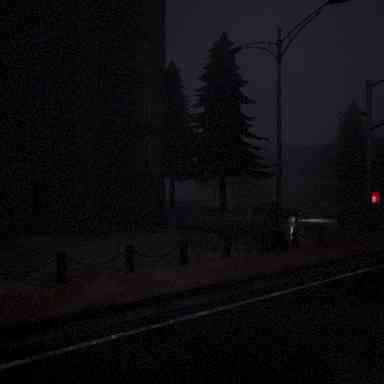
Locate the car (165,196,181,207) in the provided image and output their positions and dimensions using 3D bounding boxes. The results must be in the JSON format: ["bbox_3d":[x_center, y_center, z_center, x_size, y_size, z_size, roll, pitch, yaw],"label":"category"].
[{"bbox_3d":[-3.591,1.616,50.451,1.895,1.301,4.718,0,0,-34],"label":"car"}]

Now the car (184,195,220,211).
[{"bbox_3d":[1.330,1.493,37.662,1.882,1.535,5.008,0,0,-37],"label":"car"}]

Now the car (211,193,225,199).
[{"bbox_3d":[7.253,1.092,94.506,1.905,1.878,3.866,0,0,-37],"label":"car"}]

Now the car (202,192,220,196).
[{"bbox_3d":[5.165,1.113,92.444,1.932,1.855,4.605,0,0,-37],"label":"car"}]

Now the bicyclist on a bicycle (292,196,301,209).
[{"bbox_3d":[11.472,1.316,36.639,1.656,1.620,0.582,0,0,-37],"label":"bicyclist on a bicycle"}]

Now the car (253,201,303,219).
[{"bbox_3d":[7.535,1.541,29.475,1.812,1.442,4.674,0,0,-38],"label":"car"}]
